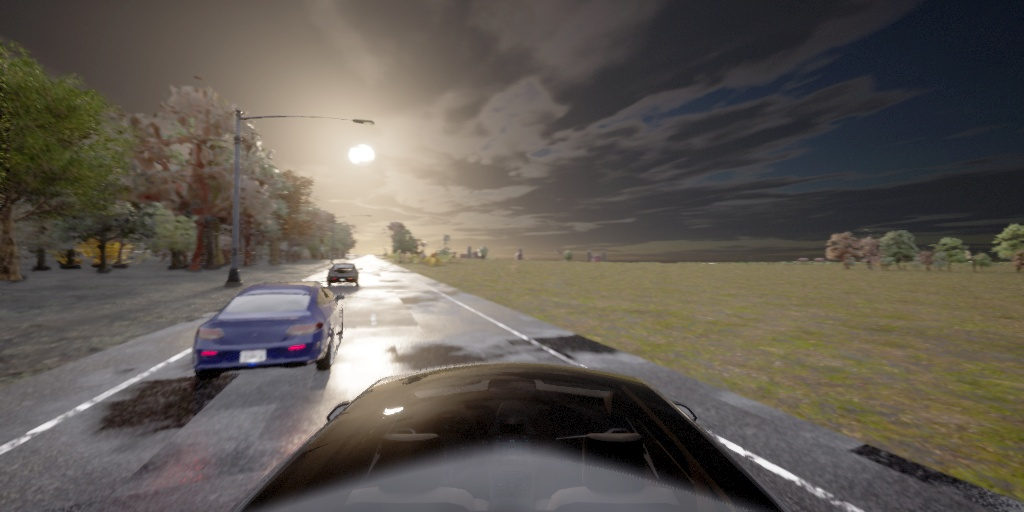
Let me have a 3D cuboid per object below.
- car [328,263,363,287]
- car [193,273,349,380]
[{"bbox_3d":[-11.071,1.178,23.794,1.837,1.490,4.892,1,0,-22],"label":"car"},{"bbox_3d":[-4.444,1.223,7.128,1.812,1.442,4.674,1,0,-22],"label":"car"}]
